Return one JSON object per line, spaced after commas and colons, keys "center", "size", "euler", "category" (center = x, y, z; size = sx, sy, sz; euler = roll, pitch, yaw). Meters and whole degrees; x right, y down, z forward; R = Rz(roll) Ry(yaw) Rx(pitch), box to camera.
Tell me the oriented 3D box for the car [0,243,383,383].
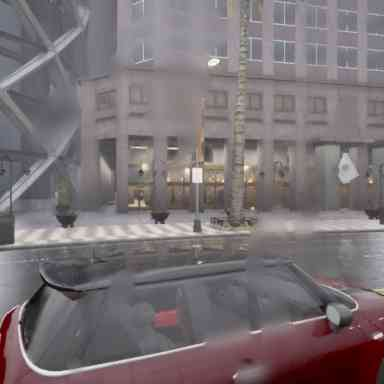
{"center": [0.417, 1.352, 3.503], "size": [4.553, 1.767, 2.097], "euler": [0, 0, -28], "category": "car"}
